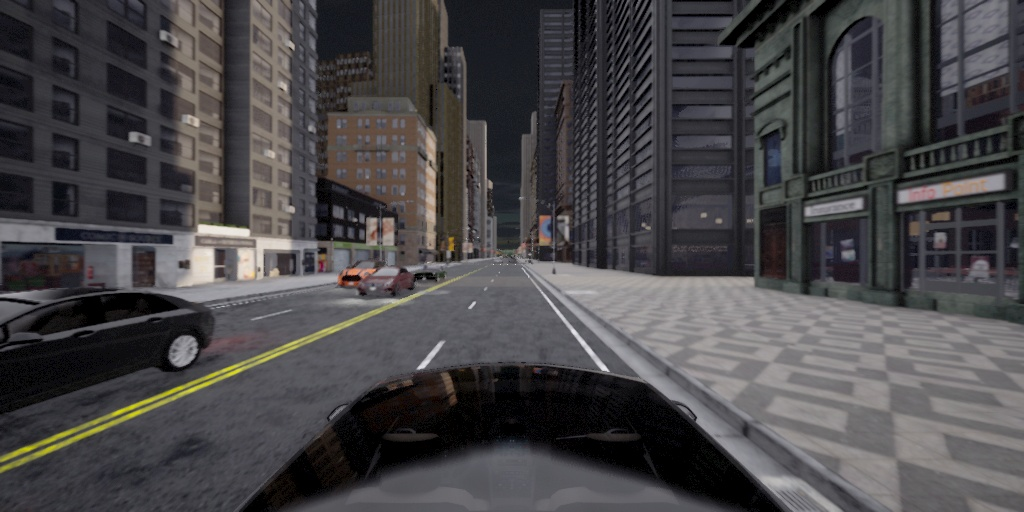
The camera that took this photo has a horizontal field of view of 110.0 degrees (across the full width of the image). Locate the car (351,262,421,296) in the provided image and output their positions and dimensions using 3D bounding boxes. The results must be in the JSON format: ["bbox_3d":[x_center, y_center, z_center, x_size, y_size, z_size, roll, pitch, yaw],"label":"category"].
[{"bbox_3d":[-6.554,1.272,19.239,1.812,1.442,4.674,0,0,0],"label":"car"}]

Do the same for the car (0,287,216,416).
[{"bbox_3d":[-6.596,1.248,4.842,1.837,1.490,4.892,0,0,0],"label":"car"}]

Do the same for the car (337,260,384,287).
[{"bbox_3d":[-9.770,1.094,24.081,2.097,1.767,4.553,0,0,1],"label":"car"}]

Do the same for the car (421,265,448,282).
[{"bbox_3d":[-6.459,1.379,28.578,1.895,1.301,4.718,0,0,0],"label":"car"}]

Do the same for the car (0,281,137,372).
[{"bbox_3d":[-9.847,1.287,5.765,2.033,1.411,5.357,0,0,0],"label":"car"}]
